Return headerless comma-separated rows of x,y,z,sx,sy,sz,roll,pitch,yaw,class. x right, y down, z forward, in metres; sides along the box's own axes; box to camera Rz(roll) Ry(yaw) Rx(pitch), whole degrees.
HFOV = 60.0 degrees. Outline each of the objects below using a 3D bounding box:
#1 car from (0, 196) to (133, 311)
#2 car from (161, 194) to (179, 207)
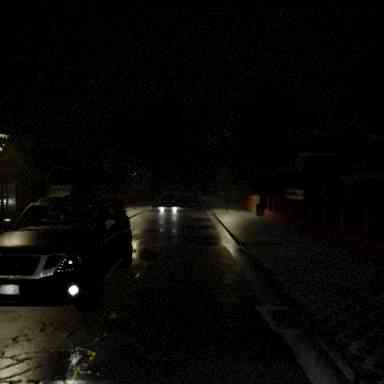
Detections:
-2.844,1.149,7.934,2.150,2.045,5.566,0,0,0,car
-2.758,1.041,41.631,1.837,1.490,4.892,0,1,0,car
